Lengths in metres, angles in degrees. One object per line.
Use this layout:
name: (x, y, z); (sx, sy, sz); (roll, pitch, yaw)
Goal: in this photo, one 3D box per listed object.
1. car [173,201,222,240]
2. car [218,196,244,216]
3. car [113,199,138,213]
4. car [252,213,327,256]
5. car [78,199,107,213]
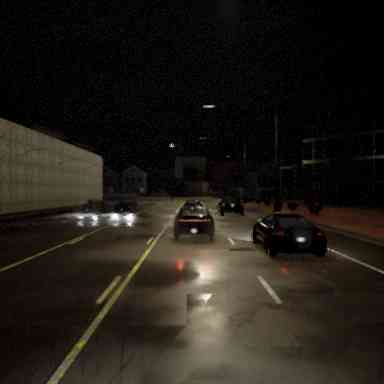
car: (0.092, 1.434, 16.602); (2.128, 1.511, 4.902); (0, 0, 0)
car: (3.590, 1.244, 31.648); (2.097, 1.767, 4.553); (0, 0, 0)
car: (-7.094, 1.479, 35.768); (1.895, 1.301, 4.718); (0, 0, 0)
car: (3.583, 1.520, 12.922); (1.994, 1.385, 4.181); (0, 0, 0)
car: (-10.594, 1.479, 35.770); (1.895, 1.301, 4.718); (0, 0, 0)
